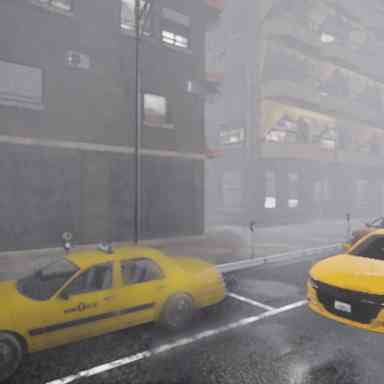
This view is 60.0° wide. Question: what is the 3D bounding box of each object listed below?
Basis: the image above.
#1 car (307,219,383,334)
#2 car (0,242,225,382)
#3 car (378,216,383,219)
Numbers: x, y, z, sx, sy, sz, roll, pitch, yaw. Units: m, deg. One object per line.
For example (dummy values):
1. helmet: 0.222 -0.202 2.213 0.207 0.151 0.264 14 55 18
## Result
1. car: 4.300 1.458 6.518 5.008 1.535 1.882 0 0 -36
2. car: -1.649 1.550 5.377 4.829 1.417 1.752 0 1 -36
3. car: 7.490 1.511 12.034 4.507 1.381 1.887 0 1 -36
